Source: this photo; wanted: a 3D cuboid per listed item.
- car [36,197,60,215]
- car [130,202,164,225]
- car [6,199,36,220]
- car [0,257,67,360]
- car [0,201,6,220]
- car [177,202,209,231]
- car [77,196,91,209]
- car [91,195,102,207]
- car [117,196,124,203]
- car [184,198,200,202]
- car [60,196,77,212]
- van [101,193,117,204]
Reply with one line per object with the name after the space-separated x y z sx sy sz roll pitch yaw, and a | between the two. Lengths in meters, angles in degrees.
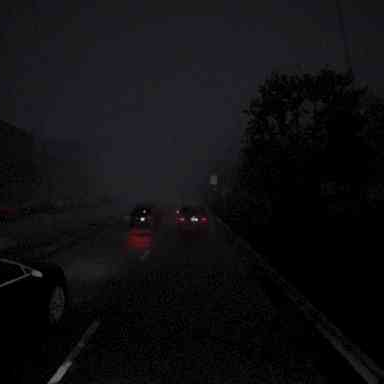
-15.562 1.463 33.396 2.231 1.521 4.892 0 0 0 | car
-3.205 1.511 23.998 1.837 1.490 4.892 0 0 0 | car
-15.535 1.459 27.870 2.097 1.535 5.008 0 0 0 | car
-3.160 1.492 4.095 2.128 1.511 4.902 0 0 0 | car
-15.509 1.205 22.436 2.435 2.045 5.566 0 0 0 | car
0.046 1.553 20.640 2.033 1.411 5.357 0 0 0 | car
-15.613 1.341 44.471 2.185 1.767 4.553 0 0 0 | car
-15.641 1.510 50.093 2.002 1.452 4.674 0 0 0 | car
-15.720 1.507 66.635 2.163 1.488 4.792 0 0 0 | car
0.006 1.488 40.630 1.882 1.535 5.008 0 0 0 | car
-15.588 1.339 38.946 2.185 1.767 4.553 0 0 0 | car
-15.692 1.249 61.024 1.878 1.987 4.442 0 0 0 | van
